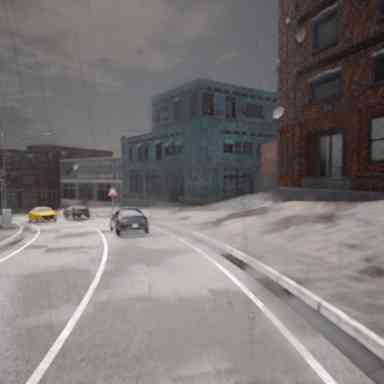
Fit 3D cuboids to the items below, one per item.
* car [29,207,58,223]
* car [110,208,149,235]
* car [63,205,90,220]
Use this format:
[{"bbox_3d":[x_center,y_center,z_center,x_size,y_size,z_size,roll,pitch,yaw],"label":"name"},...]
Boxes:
[{"bbox_3d":[-14.992,2.245,33.413,1.882,1.535,5.008,-2,-1,-36],"label":"car"},{"bbox_3d":[-3.811,1.680,19.957,1.812,1.442,4.674,-1,-1,-20],"label":"car"},{"bbox_3d":[-12.609,2.176,36.139,1.837,1.490,4.892,-2,-1,-36],"label":"car"}]
